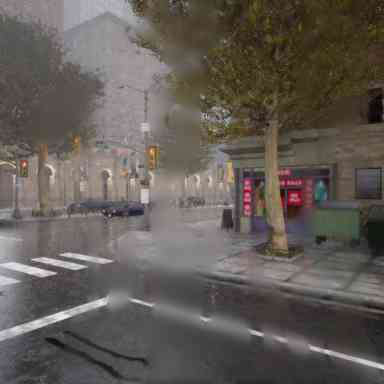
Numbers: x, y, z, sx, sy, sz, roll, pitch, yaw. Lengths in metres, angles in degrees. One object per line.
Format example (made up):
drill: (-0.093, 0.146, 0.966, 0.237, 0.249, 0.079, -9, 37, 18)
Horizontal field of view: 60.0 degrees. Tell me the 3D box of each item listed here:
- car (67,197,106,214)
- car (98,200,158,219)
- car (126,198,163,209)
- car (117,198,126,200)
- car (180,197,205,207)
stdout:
car: (-10.970, 1.352, 35.442, 2.097, 1.767, 4.553, 0, 0, 36)
car: (-5.443, 1.601, 28.990, 1.895, 1.301, 4.718, 0, 0, 35)
car: (-5.680, 1.505, 42.760, 1.837, 1.490, 4.892, 0, 0, 36)
car: (-10.164, 1.595, 47.912, 1.895, 1.301, 4.718, 0, 0, 36)
car: (0.140, 1.505, 50.800, 1.837, 1.490, 4.892, 0, 0, 36)
